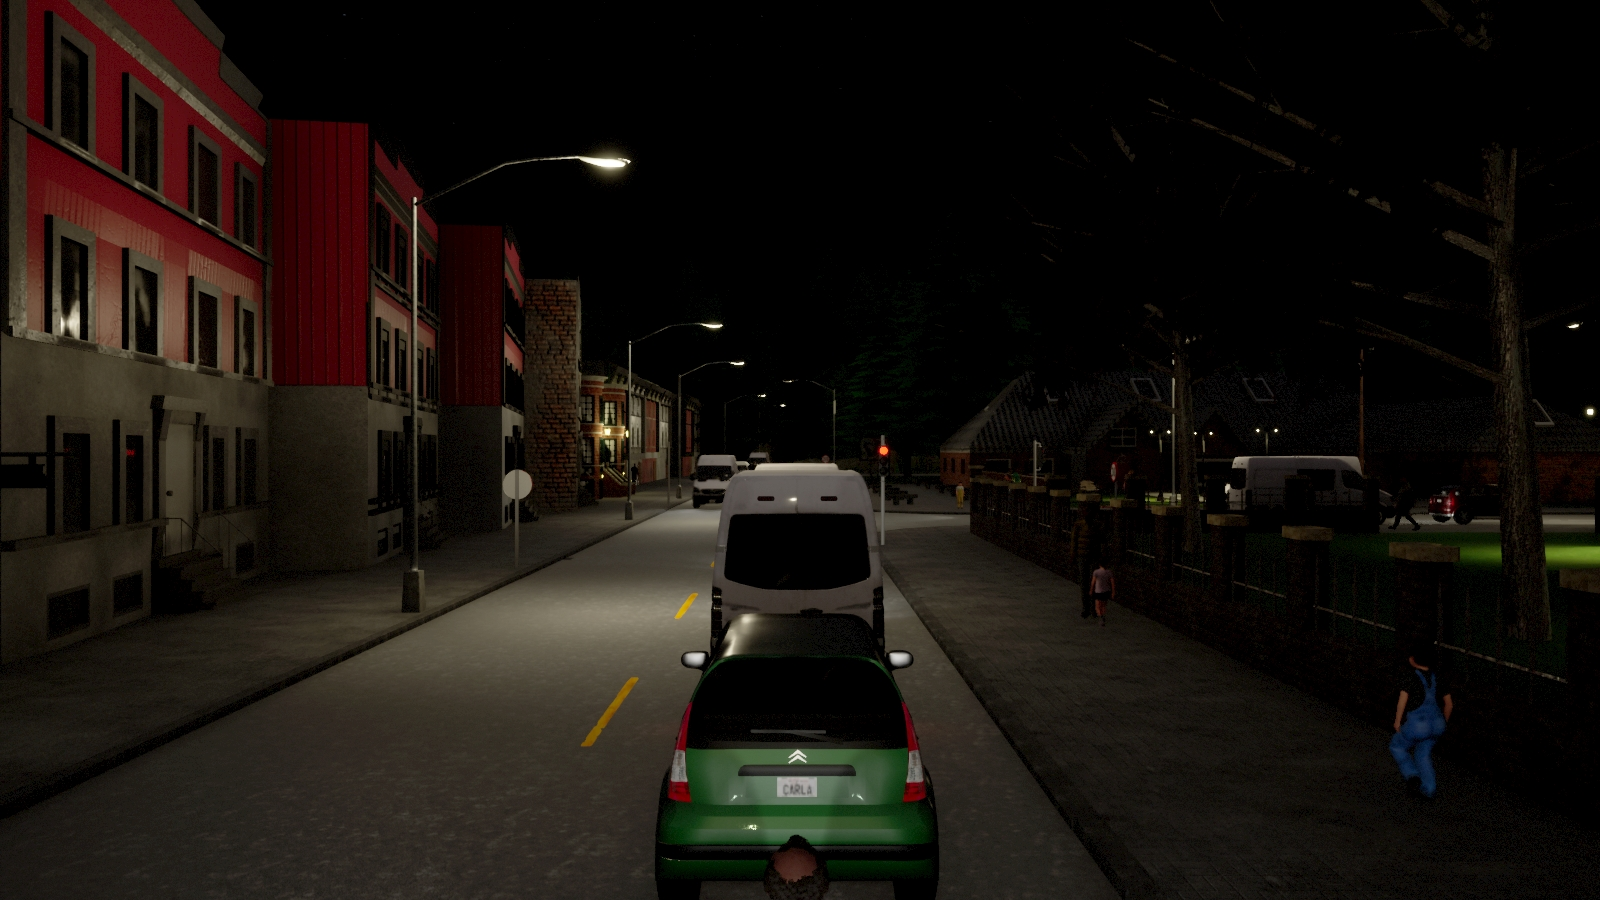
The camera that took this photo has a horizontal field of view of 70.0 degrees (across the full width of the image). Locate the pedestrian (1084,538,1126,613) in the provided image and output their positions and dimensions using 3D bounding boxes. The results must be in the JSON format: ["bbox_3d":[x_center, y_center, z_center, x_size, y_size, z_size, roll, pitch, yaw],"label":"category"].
[{"bbox_3d":[4.641,1.904,17.424,0.500,1.100,0.500,0,0,-1],"label":"pedestrian"}]

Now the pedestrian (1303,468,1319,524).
[{"bbox_3d":[17.040,1.525,38.120,0.375,1.860,0.375,0,0,2],"label":"pedestrian"}]

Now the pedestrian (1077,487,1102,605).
[{"bbox_3d":[4.637,1.525,18.299,0.375,1.860,0.375,0,0,13],"label":"pedestrian"}]

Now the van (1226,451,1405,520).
[{"bbox_3d":[19.552,1.314,43.543,5.915,2.561,1.988,0,0,1],"label":"van"}]

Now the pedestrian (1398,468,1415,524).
[{"bbox_3d":[20.220,1.525,38.095,0.375,1.860,0.375,0,0,0],"label":"pedestrian"}]

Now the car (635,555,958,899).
[{"bbox_3d":[-0.023,1.779,8.527,1.851,1.617,3.988,0,0,0],"label":"car"}]

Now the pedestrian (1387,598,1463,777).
[{"bbox_3d":[4.785,1.805,8.759,0.375,1.300,0.375,0,0,0],"label":"pedestrian"}]

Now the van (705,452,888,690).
[{"bbox_3d":[-0.048,1.314,15.312,1.988,2.561,5.915,0,0,0],"label":"van"}]
